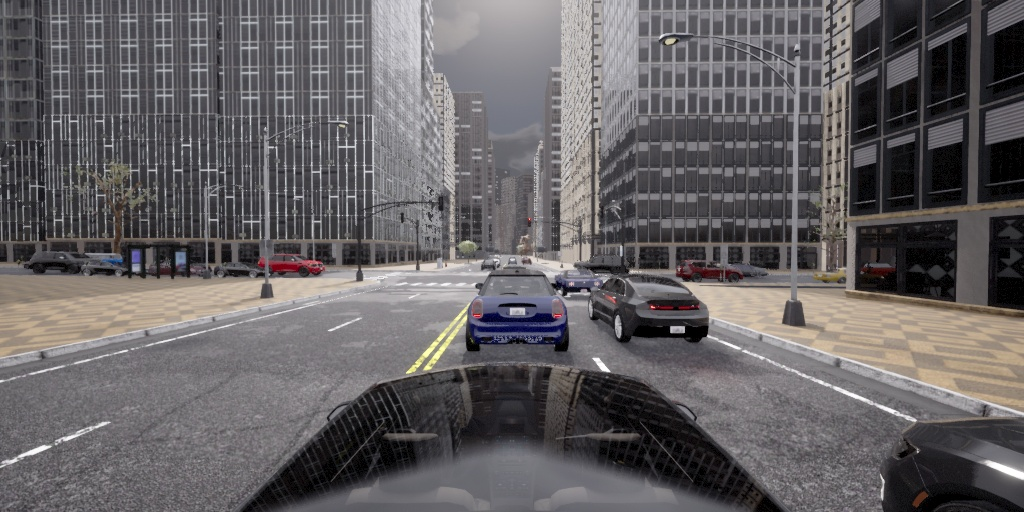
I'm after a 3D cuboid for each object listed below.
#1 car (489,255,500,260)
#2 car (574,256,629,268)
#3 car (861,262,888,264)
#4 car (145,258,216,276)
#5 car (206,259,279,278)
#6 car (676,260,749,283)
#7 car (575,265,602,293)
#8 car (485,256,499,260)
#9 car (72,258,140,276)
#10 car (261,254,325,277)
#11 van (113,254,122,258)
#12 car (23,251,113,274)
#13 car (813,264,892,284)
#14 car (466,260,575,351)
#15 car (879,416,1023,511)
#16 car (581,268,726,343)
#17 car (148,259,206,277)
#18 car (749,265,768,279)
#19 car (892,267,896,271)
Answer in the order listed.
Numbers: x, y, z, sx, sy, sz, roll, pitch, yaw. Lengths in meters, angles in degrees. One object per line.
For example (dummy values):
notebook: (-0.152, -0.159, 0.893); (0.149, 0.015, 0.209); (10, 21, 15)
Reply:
car: (-3.242, 0.925, 60.582); (2.150, 2.045, 5.566); (0, 0, 0)
car: (8.955, 1.011, 36.120); (5.566, 2.045, 2.150); (1, 1, 10)
car: (34.603, 1.373, 35.123); (4.553, 1.767, 2.097); (0, 1, 1)
car: (-30.595, 0.997, 33.163); (4.892, 1.490, 1.837); (1, 1, 1)
car: (-22.690, 1.174, 30.285); (4.313, 1.339, 1.948); (0, 0, 1)
car: (16.234, 1.269, 29.700); (5.009, 1.841, 2.192); (0, 0, 1)
car: (3.376, 1.341, 19.017); (1.895, 1.301, 4.718); (0, 0, 0)
car: (-3.271, 1.193, 50.633); (1.882, 1.535, 5.008); (0, 0, 0)
car: (-34.054, 1.069, 30.608); (4.313, 1.339, 1.948); (0, 0, 1)
car: (-20.236, 0.808, 32.934); (5.566, 2.045, 2.150); (0, 1, 1)
van: (-45.233, 0.605, 39.286); (3.998, 1.789, 1.690); (0, 0, 1)
car: (-41.331, 0.615, 33.405); (5.566, 2.045, 2.150); (1, 1, 2)
car: (27.682, 1.579, 29.486); (4.829, 1.417, 1.751); (0, 0, 1)
car: (0.110, 1.099, 9.100); (2.097, 1.767, 4.553); (0, 0, 0)
car: (3.345, 1.255, 0.308); (1.837, 1.490, 4.892); (0, 0, 0)
car: (3.361, 1.251, 9.706); (1.837, 1.490, 4.892); (0, 0, 0)
car: (-28.374, 1.138, 30.427); (4.207, 1.307, 1.802); (0, 0, 1)
car: (22.099, 1.460, 35.366); (5.357, 1.411, 2.033); (1, 1, 1)
car: (33.152, 1.684, 29.384); (4.207, 1.307, 1.802); (0, 0, 1)
